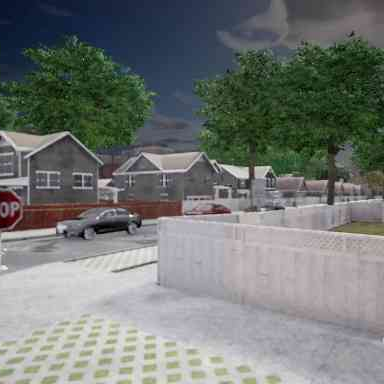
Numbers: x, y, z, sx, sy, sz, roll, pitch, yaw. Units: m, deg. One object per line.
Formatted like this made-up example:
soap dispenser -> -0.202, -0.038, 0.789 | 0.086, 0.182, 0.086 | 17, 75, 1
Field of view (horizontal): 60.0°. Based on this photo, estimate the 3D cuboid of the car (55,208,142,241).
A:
car -> -4.768, 1.603, 17.643 | 2.128, 1.511, 4.902 | 0, 0, 35

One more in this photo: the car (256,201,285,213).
car -> 8.629, 1.746, 36.521 | 2.128, 1.511, 4.902 | 0, 0, 35

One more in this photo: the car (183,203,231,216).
car -> 1.265, 1.651, 26.151 | 1.882, 1.535, 5.008 | 0, 0, 35
